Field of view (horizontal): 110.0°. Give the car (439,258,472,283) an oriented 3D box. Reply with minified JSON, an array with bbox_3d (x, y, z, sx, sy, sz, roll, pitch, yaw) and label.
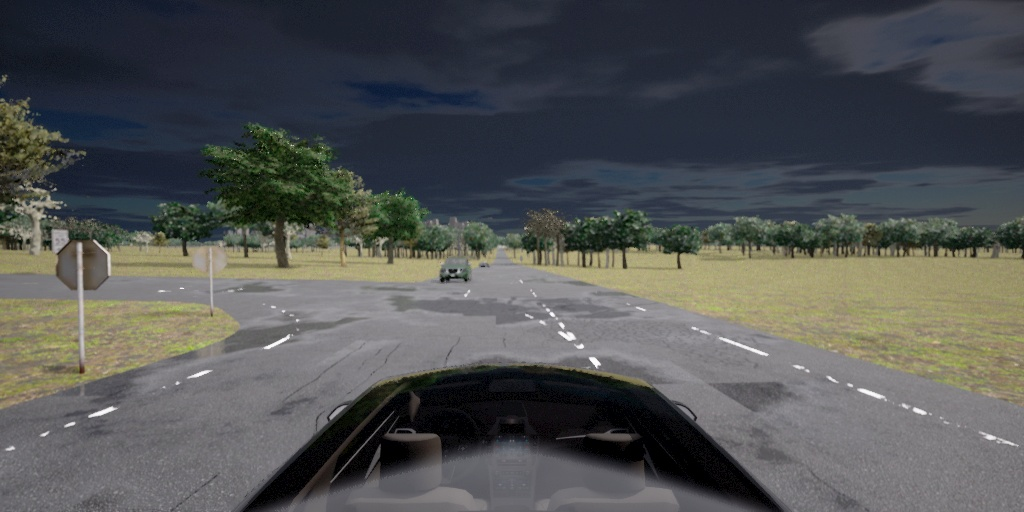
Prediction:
[{"bbox_3d":[-4.469,1.130,29.187,2.150,2.045,5.566,0,-1,-2],"label":"car"}]
